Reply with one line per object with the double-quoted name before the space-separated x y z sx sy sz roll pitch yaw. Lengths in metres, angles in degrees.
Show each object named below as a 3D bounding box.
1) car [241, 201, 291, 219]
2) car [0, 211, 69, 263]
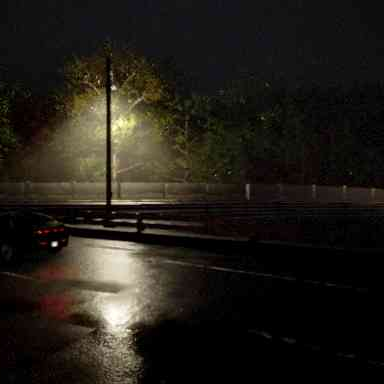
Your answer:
"car" 6.302 1.459 28.247 4.181 1.385 1.994 0 0 -16
"car" -6.533 1.458 11.794 4.892 1.490 1.837 -1 0 28
